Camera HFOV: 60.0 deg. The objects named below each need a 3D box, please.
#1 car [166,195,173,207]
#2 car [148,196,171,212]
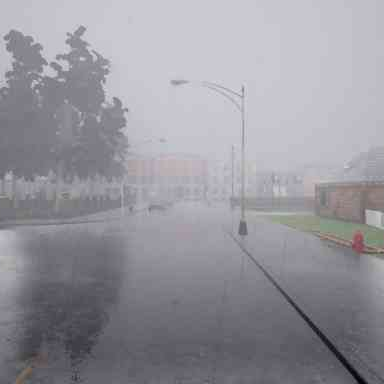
[{"bbox_3d":[-3.954,1.352,49.936,2.097,1.767,4.553,0,0,1],"label":"car"},{"bbox_3d":[-4.010,1.547,39.787,2.033,1.411,5.357,0,0,0],"label":"car"}]
